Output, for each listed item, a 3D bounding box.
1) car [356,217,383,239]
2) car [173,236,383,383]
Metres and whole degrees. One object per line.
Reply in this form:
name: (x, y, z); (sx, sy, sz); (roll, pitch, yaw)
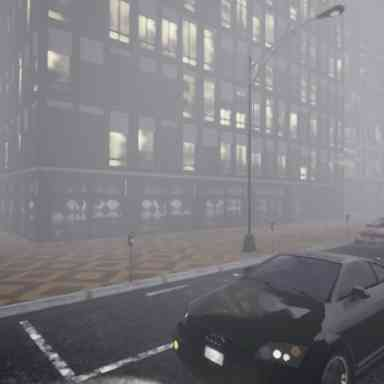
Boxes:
car: (8.287, 1.692, 13.660); (4.206, 1.307, 1.802); (0, 0, -40)
car: (1.774, 1.612, 4.915); (4.181, 1.385, 1.994); (0, -1, -40)
